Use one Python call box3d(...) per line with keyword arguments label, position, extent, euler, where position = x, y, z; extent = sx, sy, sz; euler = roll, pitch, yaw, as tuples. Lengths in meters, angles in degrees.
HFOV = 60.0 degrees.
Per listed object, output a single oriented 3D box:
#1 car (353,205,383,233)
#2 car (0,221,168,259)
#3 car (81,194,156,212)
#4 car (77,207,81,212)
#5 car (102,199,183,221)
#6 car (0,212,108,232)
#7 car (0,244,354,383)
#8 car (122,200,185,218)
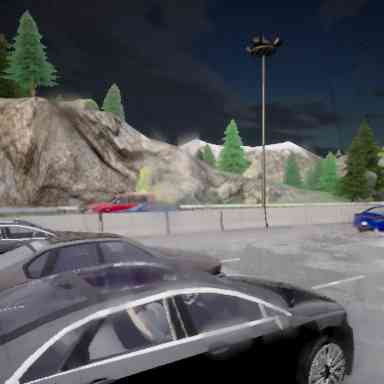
box3d(label="car", position=(11.046, 1.465, 18.212), extent=(5.008, 1.535, 1.882), euler=(0, 0, -27))
box3d(label="car", position=(-1.914, 1.545, 6.557), extent=(5.357, 1.411, 2.033), euler=(0, 0, -34))
box3d(label="car", position=(-5.213, 1.213, 25.413), extent=(5.566, 2.045, 2.150), euler=(0, 0, -31))
box3d(label="car", position=(-8.492, 1.516, 31.567), extent=(4.674, 1.442, 1.812), euler=(0, 0, -31))
box3d(label="car", position=(-3.183, 1.469, 22.521), extent=(5.008, 1.535, 1.882), euler=(0, 0, -31))
box3d(label="car", position=(-4.731, 1.490, 8.807), extent=(4.902, 1.511, 2.128), euler=(0, 0, -35))
box3d(label="car", position=(-0.314, 1.490, 3.361), extent=(4.902, 1.511, 2.128), euler=(0, 0, -35))
box3d(label="car", position=(-3.487, 1.536, 30.497), extent=(5.357, 1.411, 2.033), euler=(0, 0, -30))
